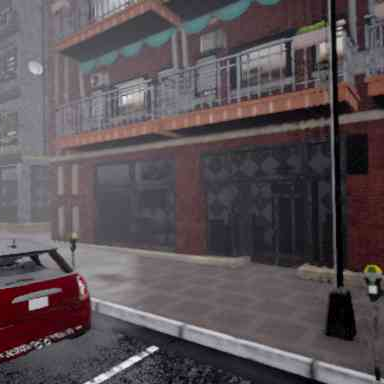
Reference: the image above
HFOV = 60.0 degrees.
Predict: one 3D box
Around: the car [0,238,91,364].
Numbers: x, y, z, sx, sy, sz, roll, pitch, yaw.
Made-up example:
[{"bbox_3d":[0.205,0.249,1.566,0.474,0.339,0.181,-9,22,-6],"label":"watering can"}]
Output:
[{"bbox_3d":[-3.560,1.469,5.420,4.097,1.590,1.967,0,-1,35],"label":"car"}]
